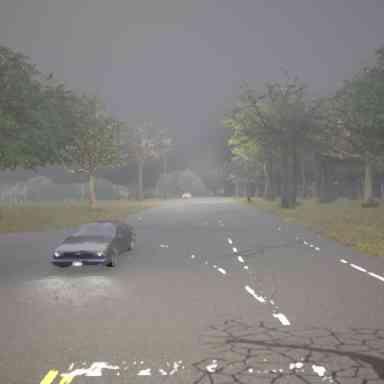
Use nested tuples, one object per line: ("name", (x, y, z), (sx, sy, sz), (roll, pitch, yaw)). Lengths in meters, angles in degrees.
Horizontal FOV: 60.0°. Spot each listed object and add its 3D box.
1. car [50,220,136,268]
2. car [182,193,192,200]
("car", (-3.446, 1.812, 12.802), (2.033, 1.411, 5.357), (-1, 0, 1))
("car", (-1.236, 0.993, 77.738), (1.882, 1.535, 5.008), (-1, 0, 6))
